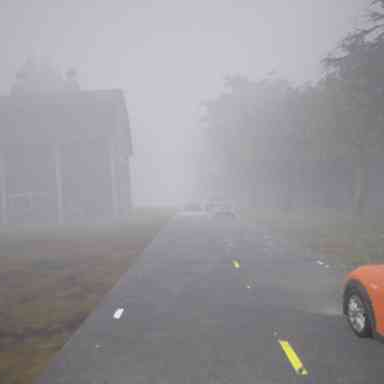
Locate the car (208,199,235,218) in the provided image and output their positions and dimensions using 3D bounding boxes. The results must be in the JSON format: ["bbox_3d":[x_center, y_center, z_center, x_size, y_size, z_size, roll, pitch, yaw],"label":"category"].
[{"bbox_3d":[2.879,1.642,30.820,2.033,1.411,5.357,0,0,0],"label":"car"}]

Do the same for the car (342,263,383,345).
[{"bbox_3d":[3.577,1.367,3.782,2.097,1.767,4.553,0,0,0],"label":"car"}]

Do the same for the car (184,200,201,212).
[{"bbox_3d":[0.080,1.716,41.376,1.994,1.385,4.181,0,-1,0],"label":"car"}]

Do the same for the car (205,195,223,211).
[{"bbox_3d":[2.840,1.394,42.602,2.150,2.045,5.566,0,0,0],"label":"car"}]
